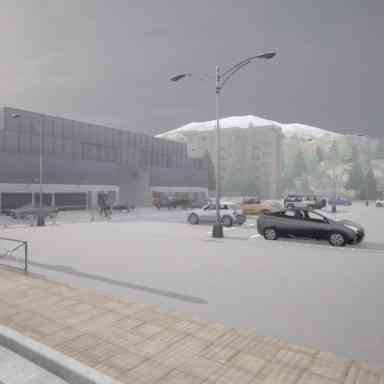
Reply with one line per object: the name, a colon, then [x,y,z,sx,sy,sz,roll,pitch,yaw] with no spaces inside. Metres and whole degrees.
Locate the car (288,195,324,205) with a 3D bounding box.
car: [12.420,1.269,37.747,3.866,1.878,1.905,0,0,35]

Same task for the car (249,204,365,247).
car: [5.170,1.490,14.834,4.514,1.523,2.007,0,0,35]

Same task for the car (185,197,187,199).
car: [1.648,1.667,46.865,2.128,1.511,4.902,0,0,35]

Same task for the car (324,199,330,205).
car: [13.769,1.289,40.354,4.605,1.855,1.932,0,0,35]

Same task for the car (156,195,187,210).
car: [-2.730,1.398,47.056,2.150,2.045,5.566,0,0,36]

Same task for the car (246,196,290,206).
car: [5.005,1.345,27.321,5.027,1.636,2.152,0,0,35]

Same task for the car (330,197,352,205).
car: [24.652,1.565,55.418,3.633,1.501,1.845,0,0,35]

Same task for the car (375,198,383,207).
car: [28.972,1.576,48.688,3.806,1.475,1.970,0,0,35]

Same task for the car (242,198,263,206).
car: [10.870,1.777,59.828,1.895,1.301,4.718,0,0,35]

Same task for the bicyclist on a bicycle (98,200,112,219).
bicyclist on a bicycle: [-7.282,1.477,27.788,1.656,1.620,0.582,0,0,35]

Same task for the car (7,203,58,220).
car: [-14.527,1.740,30.514,1.994,1.385,4.181,0,0,35]

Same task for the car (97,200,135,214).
car: [-8.765,1.668,38.608,2.128,1.511,4.902,0,0,35]

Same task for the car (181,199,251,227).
car: [1.549,1.424,21.904,3.806,1.475,1.970,0,0,35]
